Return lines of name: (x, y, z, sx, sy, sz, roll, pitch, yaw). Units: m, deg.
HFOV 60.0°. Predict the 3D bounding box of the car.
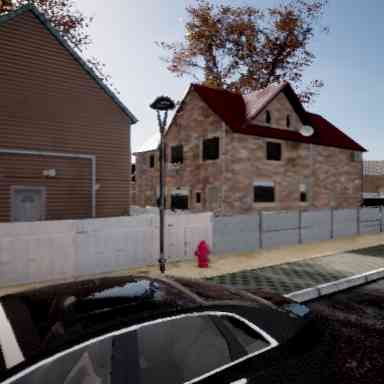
car: (-0.975, 1.504, 2.353, 4.892, 1.490, 1.837, 0, 0, -35)
